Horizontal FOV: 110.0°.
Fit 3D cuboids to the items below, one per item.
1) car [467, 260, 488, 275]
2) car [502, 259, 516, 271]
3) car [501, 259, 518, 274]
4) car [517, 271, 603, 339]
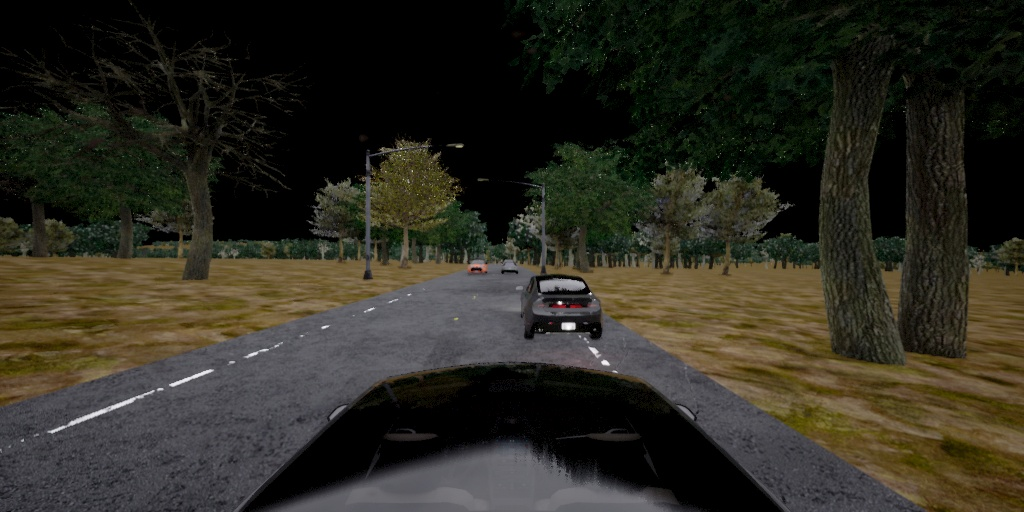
[{"bbox_3d":[-3.935,1.197,41.606,2.097,1.767,4.553,0,0,-1],"label":"car"},{"bbox_3d":[-0.484,1.265,53.863,2.097,1.767,4.553,0,0,-1],"label":"car"},{"bbox_3d":[-0.282,1.418,43.646,1.994,1.385,4.181,0,0,0],"label":"car"},{"bbox_3d":[1.201,1.262,10.100,1.837,1.490,4.892,0,0,0],"label":"car"}]
